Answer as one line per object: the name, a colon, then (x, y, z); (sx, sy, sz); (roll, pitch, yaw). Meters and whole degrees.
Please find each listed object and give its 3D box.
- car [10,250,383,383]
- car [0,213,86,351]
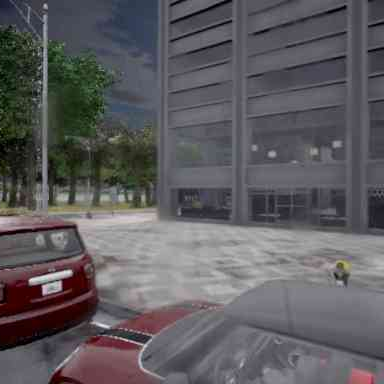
car: (0.703, 1.438, 2.461); (4.097, 1.590, 1.967); (0, 0, 36)
car: (-3.723, 1.293, 5.620); (5.009, 1.841, 2.192); (0, 0, 36)
